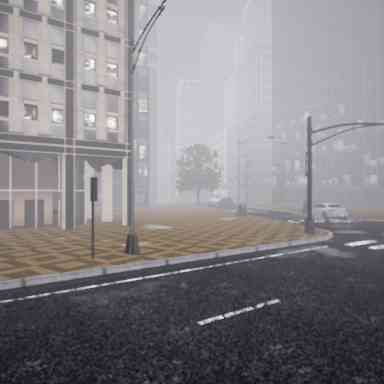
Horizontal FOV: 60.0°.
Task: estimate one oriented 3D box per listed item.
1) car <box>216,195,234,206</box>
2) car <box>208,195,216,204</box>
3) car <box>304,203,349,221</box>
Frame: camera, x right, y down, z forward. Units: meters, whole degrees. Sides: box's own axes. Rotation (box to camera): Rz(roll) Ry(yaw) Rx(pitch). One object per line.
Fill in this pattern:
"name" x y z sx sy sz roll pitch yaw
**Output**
"car" 6.507 1.742 63.608 2.097 1.767 4.553 0 0 -7
"car" 5.087 1.596 73.720 2.150 2.045 5.566 0 0 -8
"car" 11.484 1.649 28.618 1.812 1.442 4.674 0 0 -10
